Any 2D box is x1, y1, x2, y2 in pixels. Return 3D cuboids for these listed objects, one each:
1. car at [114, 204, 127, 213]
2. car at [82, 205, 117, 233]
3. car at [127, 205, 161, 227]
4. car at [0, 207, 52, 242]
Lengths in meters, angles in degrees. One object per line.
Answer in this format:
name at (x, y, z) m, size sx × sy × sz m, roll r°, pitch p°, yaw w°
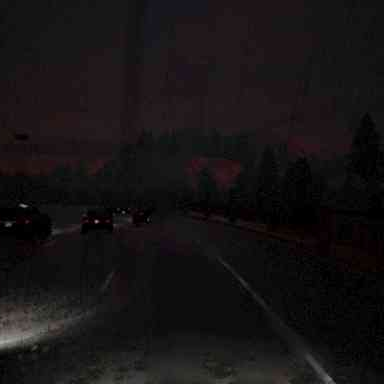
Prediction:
car at (-8.894, 2.093, 41.090) m, size 1.895 × 1.301 × 4.718 m, roll 0°, pitch -1°, yaw -23°
car at (-6.102, 1.800, 21.726) m, size 2.033 × 1.411 × 5.357 m, roll 0°, pitch -1°, yaw -13°
car at (-3.628, 1.779, 25.863) m, size 2.128 × 1.511 × 4.902 m, roll 0°, pitch -1°, yaw -14°
car at (-8.871, 1.569, 17.504) m, size 2.097 × 1.767 × 4.553 m, roll 0°, pitch -1°, yaw -10°
